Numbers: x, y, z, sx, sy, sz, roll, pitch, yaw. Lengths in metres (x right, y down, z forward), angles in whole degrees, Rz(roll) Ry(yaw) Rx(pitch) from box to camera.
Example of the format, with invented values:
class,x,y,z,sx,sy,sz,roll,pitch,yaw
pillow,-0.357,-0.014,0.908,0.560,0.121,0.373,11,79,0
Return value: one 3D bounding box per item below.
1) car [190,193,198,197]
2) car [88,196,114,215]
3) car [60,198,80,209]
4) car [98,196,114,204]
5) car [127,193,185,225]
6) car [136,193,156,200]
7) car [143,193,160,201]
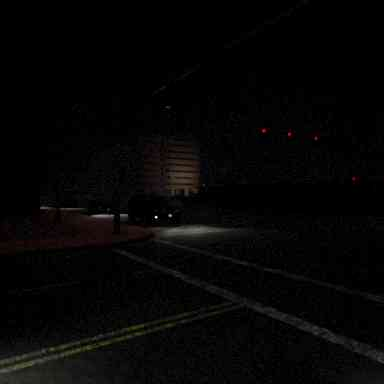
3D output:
class,x,y,z,sx,sy,sz,roll,pitch,yaw
car,1.127,1.154,65.232,3.866,1.878,1.905,0,0,-34
car,-9.488,1.505,34.685,1.837,1.490,4.892,0,0,-32
car,-17.235,1.547,46.804,2.033,1.411,5.357,0,0,-32
car,-17.333,1.524,66.732,1.812,1.442,4.674,0,0,-33
car,-2.943,1.221,24.478,2.150,2.045,5.566,0,0,-33
car,-11.498,1.151,83.878,4.605,1.855,1.932,0,0,-34
car,-9.918,1.154,81.452,3.866,1.878,1.905,0,0,-34
